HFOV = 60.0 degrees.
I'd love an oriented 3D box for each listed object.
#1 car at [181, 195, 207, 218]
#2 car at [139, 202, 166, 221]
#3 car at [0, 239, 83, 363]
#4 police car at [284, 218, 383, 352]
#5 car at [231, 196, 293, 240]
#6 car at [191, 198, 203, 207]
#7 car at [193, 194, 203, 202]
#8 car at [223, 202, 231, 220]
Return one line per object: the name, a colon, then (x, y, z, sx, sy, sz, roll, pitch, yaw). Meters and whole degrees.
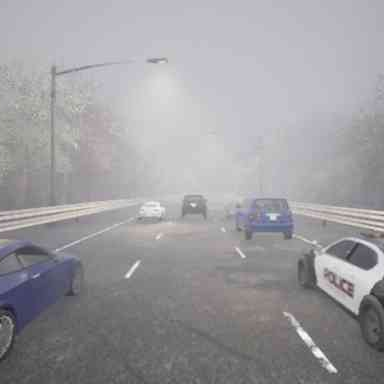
car: (0.202, 1.236, 30.220, 2.150, 2.045, 5.566, 0, 0, 1)
car: (-3.207, 1.537, 27.293, 1.812, 1.442, 4.674, 0, 0, 1)
car: (-3.383, 1.528, 5.650, 1.812, 1.442, 4.674, 0, 0, 0)
police car: (3.511, 1.509, 6.266, 2.038, 1.542, 4.974, 0, 0, 0)
car: (3.577, 1.230, 17.251, 2.150, 2.045, 5.566, 0, 0, 0)
car: (0.786, 1.617, 53.252, 1.895, 1.301, 4.718, 0, 0, 2)
car: (1.322, 1.369, 74.197, 2.097, 1.767, 4.553, 0, 0, 2)
car: (3.698, 1.560, 28.175, 2.033, 1.411, 5.357, 0, 0, 1)
